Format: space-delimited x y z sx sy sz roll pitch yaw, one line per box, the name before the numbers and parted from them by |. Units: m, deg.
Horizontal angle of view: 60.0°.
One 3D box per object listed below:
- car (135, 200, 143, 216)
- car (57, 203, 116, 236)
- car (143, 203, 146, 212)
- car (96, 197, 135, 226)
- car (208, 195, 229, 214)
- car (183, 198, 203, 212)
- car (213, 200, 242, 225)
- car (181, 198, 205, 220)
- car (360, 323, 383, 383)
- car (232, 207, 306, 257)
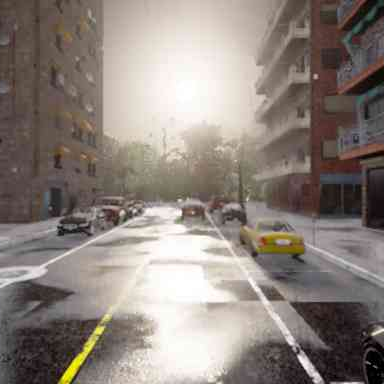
car | -5.826 1.529 29.210 1.947 1.339 4.313 1 0 0
car | -5.820 1.527 18.073 2.008 1.369 4.403 1 0 0
car | -5.829 1.539 34.778 1.802 1.307 4.206 1 0 0
car | -5.820 1.285 23.641 2.192 1.841 5.009 1 0 0
car | 2.821 1.272 34.748 2.192 1.841 5.009 1 0 0
car | 0.060 1.443 38.945 2.128 1.511 4.902 0 0 -1
car | 2.824 1.521 23.613 2.008 1.369 4.403 1 0 0
car | 0.083 1.443 27.657 1.882 1.535 5.008 0 0 0
car | 2.770 1.563 1.982 1.947 1.339 4.313 1 0 0
car | 2.830 1.509 12.646 1.752 1.417 4.829 1 0 0
